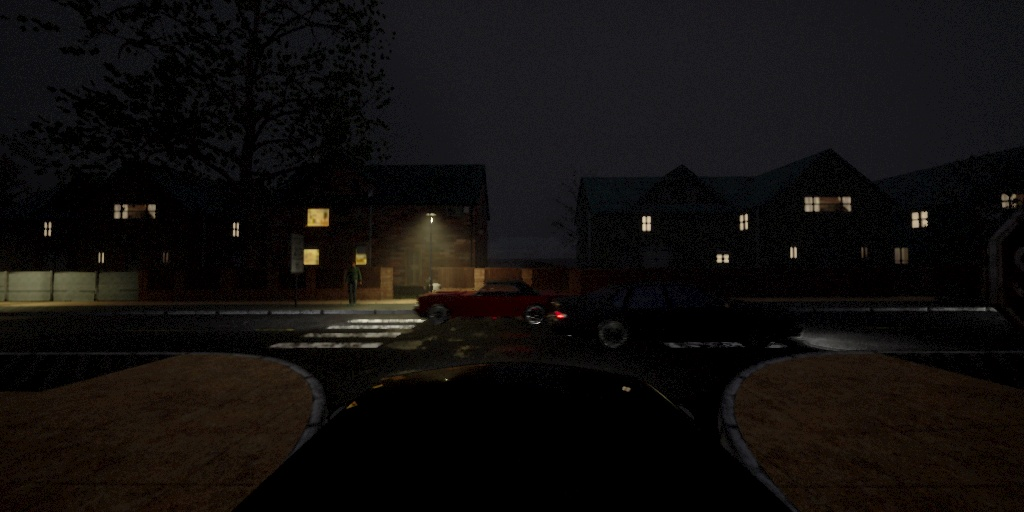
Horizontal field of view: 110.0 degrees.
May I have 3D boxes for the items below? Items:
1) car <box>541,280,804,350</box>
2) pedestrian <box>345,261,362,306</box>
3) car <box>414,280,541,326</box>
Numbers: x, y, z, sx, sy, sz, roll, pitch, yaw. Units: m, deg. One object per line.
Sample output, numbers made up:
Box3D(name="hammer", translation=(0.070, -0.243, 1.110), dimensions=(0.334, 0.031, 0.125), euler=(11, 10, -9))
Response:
Box3D(name="car", translation=(3.490, 1.283, 8.411), dimensions=(5.357, 1.411, 2.033), euler=(-1, -1, 2))
Box3D(name="pedestrian", translation=(-6.494, 1.096, 14.574), dimensions=(0.375, 1.860, 0.375), euler=(0, -1, 2))
Box3D(name="car", translation=(-0.628, 1.432, 11.485), dimensions=(4.718, 1.301, 1.895), euler=(0, -1, 2))
